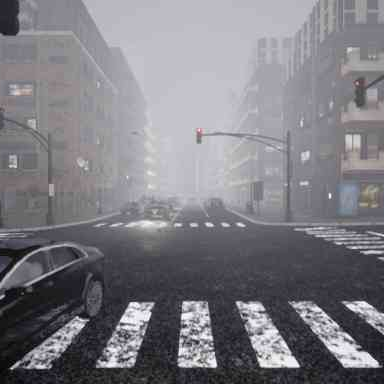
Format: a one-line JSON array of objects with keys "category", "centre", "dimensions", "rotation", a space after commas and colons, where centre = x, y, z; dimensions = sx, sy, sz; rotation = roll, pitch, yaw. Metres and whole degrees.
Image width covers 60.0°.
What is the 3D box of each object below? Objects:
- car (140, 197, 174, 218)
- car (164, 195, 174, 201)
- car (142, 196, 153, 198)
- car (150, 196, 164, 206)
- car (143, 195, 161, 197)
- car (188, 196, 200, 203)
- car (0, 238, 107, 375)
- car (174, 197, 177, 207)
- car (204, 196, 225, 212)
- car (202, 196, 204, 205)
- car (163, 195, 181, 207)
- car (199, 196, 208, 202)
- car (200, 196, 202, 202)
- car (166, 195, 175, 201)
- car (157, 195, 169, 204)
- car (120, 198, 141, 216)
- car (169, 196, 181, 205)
[{"category": "car", "centre": [-3.099, 1.490, 30.561], "dimensions": [2.128, 1.511, 4.902], "rotation": [0, 0, 1]}, {"category": "car", "centre": [-5.712, 1.570, 83.271], "dimensions": [2.008, 1.369, 4.403], "rotation": [0, 0, 0]}, {"category": "car", "centre": [-5.700, 1.525, 37.643], "dimensions": [1.752, 1.417, 4.829], "rotation": [0, 0, 0]}, {"category": "car", "centre": [-5.704, 1.444, 54.860], "dimensions": [1.967, 1.590, 4.097], "rotation": [0, 0, 0]}, {"category": "car", "centre": [-5.702, 1.316, 43.495], "dimensions": [2.192, 1.841, 5.009], "rotation": [0, 0, 0]}, {"category": "car", "centre": [0.025, 1.523, 70.545], "dimensions": [2.128, 1.511, 4.902], "rotation": [0, 0, 0]}, {"category": "car", "centre": [-2.838, 1.504, 4.731], "dimensions": [2.128, 1.511, 4.902], "rotation": [-1, -1, 8]}, {"category": "car", "centre": [-3.109, 1.601, 39.860], "dimensions": [1.895, 1.301, 4.718], "rotation": [0, 0, 0]}, {"category": "car", "centre": [2.680, 1.440, 37.817], "dimensions": [1.967, 1.590, 4.097], "rotation": [0, 0, 0]}, {"category": "car", "centre": [2.679, 1.441, 43.499], "dimensions": [1.967, 1.590, 4.097], "rotation": [0, 0, 0]}, {"category": "car", "centre": [-3.101, 1.567, 49.838], "dimensions": [1.994, 1.385, 4.181], "rotation": [0, 0, 0]}, {"category": "car", "centre": [2.670, 1.567, 77.594], "dimensions": [2.008, 1.369, 4.403], "rotation": [0, 0, 0]}, {"category": "car", "centre": [2.676, 1.586, 54.864], "dimensions": [1.802, 1.307, 4.206], "rotation": [0, 0, 0]}, {"category": "car", "centre": [-5.714, 1.574, 88.954], "dimensions": [2.008, 1.369, 4.403], "rotation": [0, 0, 0]}, {"category": "car", "centre": [-5.707, 1.450, 66.226], "dimensions": [1.967, 1.590, 4.097], "rotation": [0, 0, 0]}, {"category": "car", "centre": [-5.698, 1.565, 32.130], "dimensions": [1.947, 1.339, 4.313], "rotation": [0, 0, 0]}, {"category": "car", "centre": [-3.061, 1.484, 59.848], "dimensions": [1.882, 1.535, 5.008], "rotation": [0, 0, 0]}]
